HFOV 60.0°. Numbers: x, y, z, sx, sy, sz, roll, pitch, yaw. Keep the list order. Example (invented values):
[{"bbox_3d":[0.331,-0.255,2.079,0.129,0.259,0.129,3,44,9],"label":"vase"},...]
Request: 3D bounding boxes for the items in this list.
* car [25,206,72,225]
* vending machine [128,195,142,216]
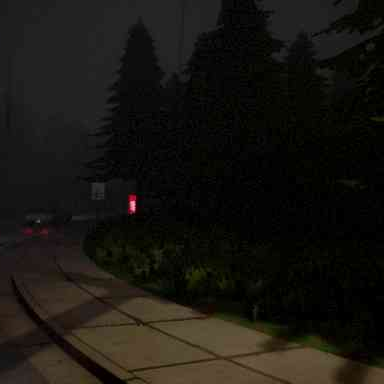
[{"bbox_3d":[-10.502,1.717,24.791,1.895,1.301,4.718,0,0,-3],"label":"car"},{"bbox_3d":[-5.799,1.328,33.963,1.100,2.100,0.880,0,0,16],"label":"vending machine"}]
